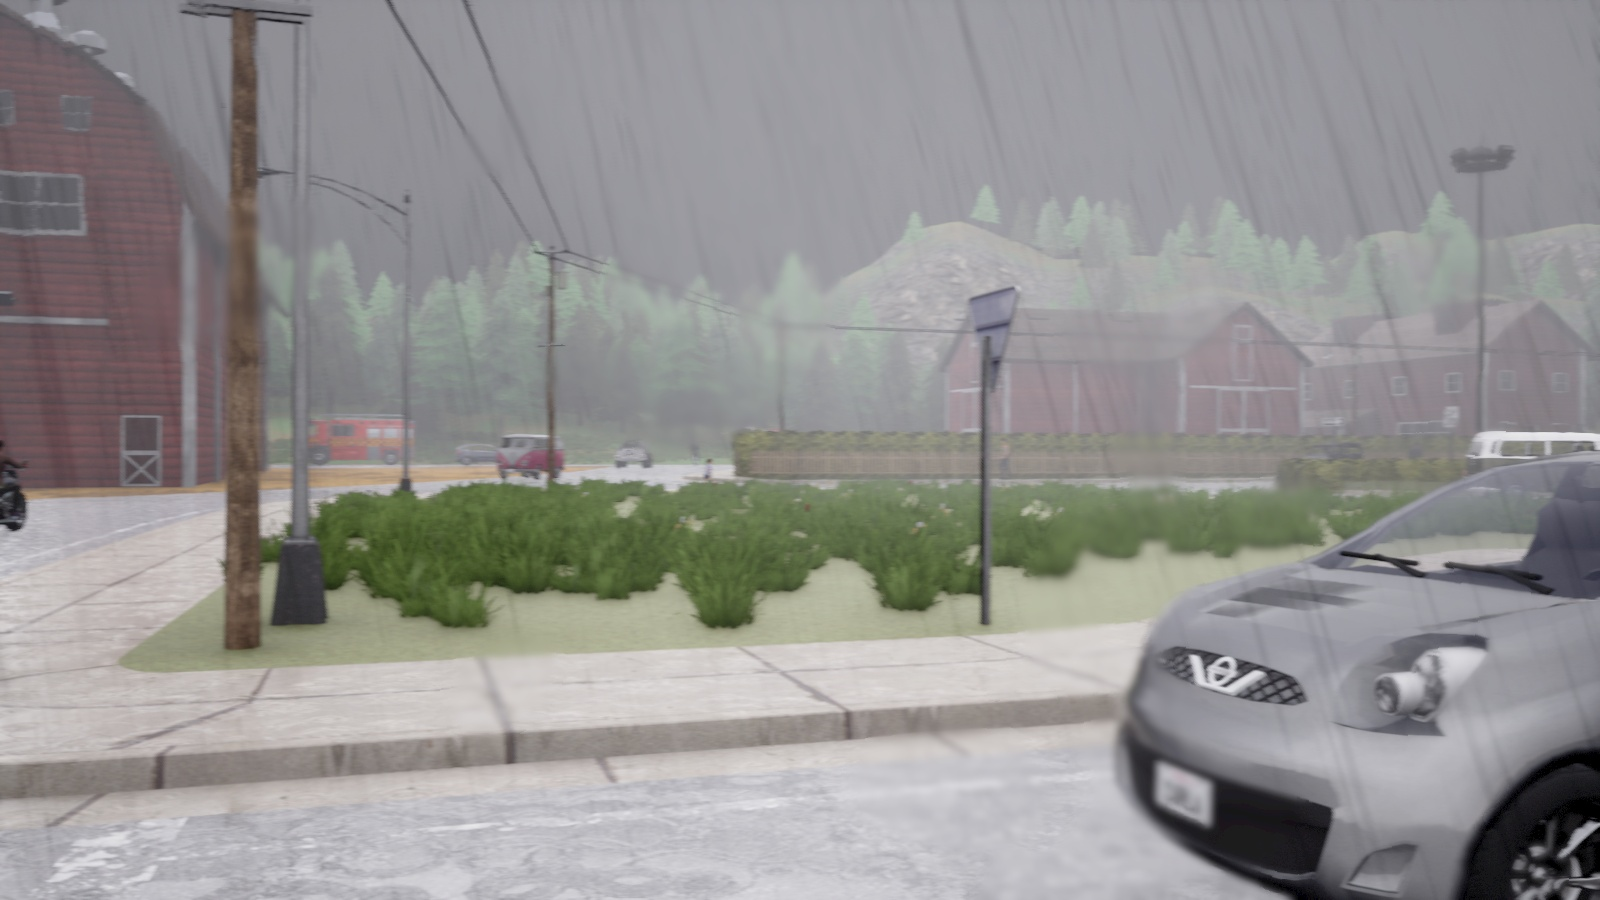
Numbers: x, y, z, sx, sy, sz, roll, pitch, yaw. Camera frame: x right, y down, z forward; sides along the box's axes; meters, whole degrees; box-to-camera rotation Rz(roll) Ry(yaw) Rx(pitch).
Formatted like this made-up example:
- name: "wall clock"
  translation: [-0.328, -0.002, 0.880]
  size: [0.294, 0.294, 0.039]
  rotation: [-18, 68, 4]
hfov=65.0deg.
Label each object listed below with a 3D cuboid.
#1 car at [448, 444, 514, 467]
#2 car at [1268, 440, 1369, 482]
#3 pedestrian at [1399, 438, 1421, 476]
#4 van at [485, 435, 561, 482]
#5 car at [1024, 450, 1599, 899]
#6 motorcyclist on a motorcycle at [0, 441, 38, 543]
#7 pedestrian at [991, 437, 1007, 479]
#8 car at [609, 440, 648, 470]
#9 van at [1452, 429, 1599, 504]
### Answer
- name: "car"
  translation: [-23.790, 0.371, 93.575]
  size: [4.611, 1.667, 2.242]
  rotation: [0, 0, -17]
- name: "car"
  translation: [23.383, 0.484, 56.659]
  size: [3.866, 1.878, 1.905]
  rotation: [0, 0, -17]
- name: "pedestrian"
  translation: [30.639, 0.336, 63.049]
  size: [0.849, 1.883, 0.563]
  rotation: [0, 0, -22]
- name: "van"
  translation: [-12.119, 0.342, 55.286]
  size: [1.775, 1.987, 4.442]
  rotation: [0, 0, 9]
- name: "car"
  translation: [2.854, 0.752, 4.394]
  size: [3.633, 1.501, 1.845]
  rotation: [0, 0, -18]
- name: "motorcyclist on a motorcycle"
  translation: [-13.570, 0.678, 21.074]
  size: [0.766, 1.649, 2.350]
  rotation: [0, 0, -17]
- name: "pedestrian"
  translation: [8.734, 0.348, 55.111]
  size: [0.594, 1.836, 0.345]
  rotation: [0, 0, -17]
- name: "car"
  translation: [-10.826, 0.289, 79.466]
  size: [1.932, 1.855, 4.605]
  rotation: [0, 0, -1]
- name: "van"
  translation: [20.977, 0.431, 35.102]
  size: [4.480, 2.038, 2.069]
  rotation: [0, 1, 12]
